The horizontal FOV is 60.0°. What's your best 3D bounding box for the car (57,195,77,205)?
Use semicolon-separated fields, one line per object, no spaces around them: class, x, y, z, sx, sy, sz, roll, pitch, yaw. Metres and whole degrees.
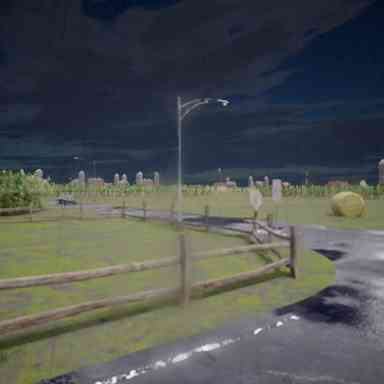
car;-18.777;1.167;49.909;1.837;1.490;4.892;-1;1;-36
